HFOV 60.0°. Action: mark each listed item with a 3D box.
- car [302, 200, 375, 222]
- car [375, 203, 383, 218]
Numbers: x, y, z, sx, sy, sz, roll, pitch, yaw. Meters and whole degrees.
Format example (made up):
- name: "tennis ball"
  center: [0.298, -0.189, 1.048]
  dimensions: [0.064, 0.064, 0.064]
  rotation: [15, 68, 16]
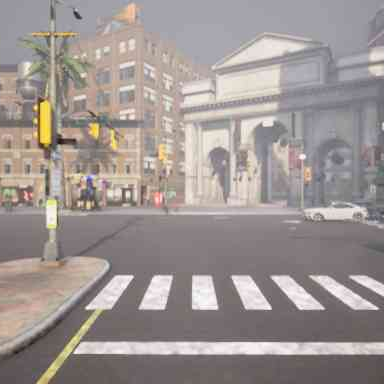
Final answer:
- name: "car"
  center: [10.702, 1.485, 24.943]
  dimensions: [4.674, 1.442, 1.812]
  rotation: [0, 0, 0]
- name: "car"
  center: [13.836, 1.446, 28.419]
  dimensions: [4.902, 1.511, 2.128]
  rotation: [0, 0, 0]
